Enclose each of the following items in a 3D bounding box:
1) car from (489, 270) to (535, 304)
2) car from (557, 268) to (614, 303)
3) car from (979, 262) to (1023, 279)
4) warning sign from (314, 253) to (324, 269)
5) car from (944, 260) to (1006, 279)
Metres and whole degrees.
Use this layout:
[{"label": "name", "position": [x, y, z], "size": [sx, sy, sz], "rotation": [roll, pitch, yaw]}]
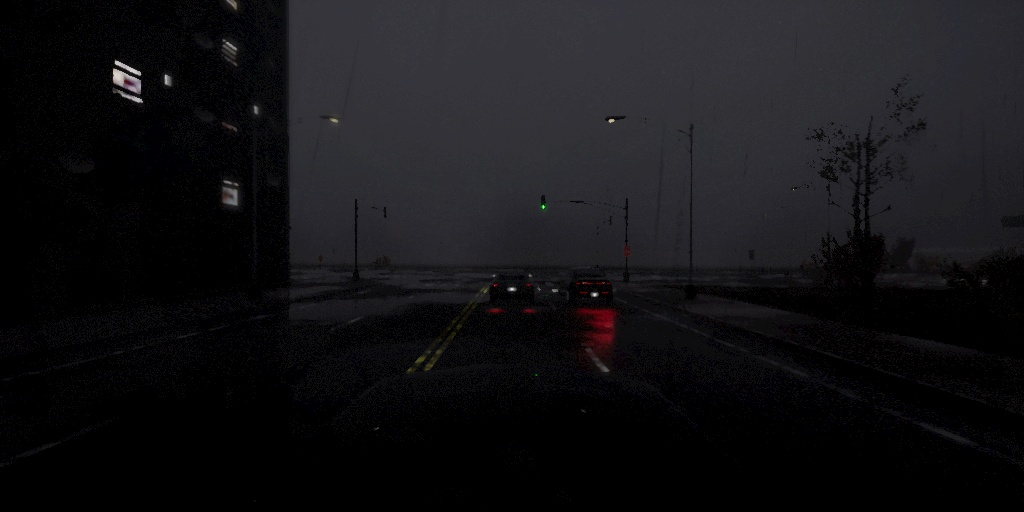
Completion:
[{"label": "car", "position": [0.000, 1.318, 16.501], "size": [1.994, 1.385, 4.181], "rotation": [0, 0, 0]}, {"label": "car", "position": [3.250, 1.262, 16.500], "size": [1.837, 1.490, 4.892], "rotation": [0, 0, 0]}, {"label": "car", "position": [50.913, 1.708, 35.950], "size": [5.008, 1.535, 1.882], "rotation": [0, 1, 1]}, {"label": "warning sign", "position": [-23.468, 0.583, 43.935], "size": [1.060, 1.860, 1.300], "rotation": [0, 0, 1]}, {"label": "car", "position": [50.966, 1.492, 39.198], "size": [5.566, 2.045, 2.150], "rotation": [0, 1, 1]}]
